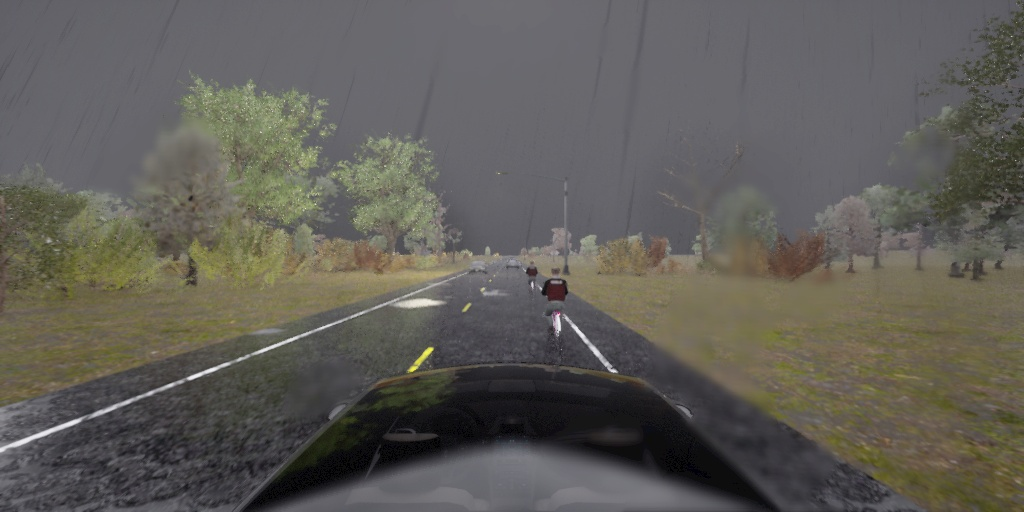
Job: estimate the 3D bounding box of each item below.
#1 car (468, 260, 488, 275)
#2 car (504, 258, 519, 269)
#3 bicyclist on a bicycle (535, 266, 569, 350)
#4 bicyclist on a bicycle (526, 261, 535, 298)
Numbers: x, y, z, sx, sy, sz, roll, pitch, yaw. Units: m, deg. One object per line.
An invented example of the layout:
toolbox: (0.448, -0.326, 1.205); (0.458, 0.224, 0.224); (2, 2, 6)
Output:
car: (-3.596, 1.233, 38.877); (1.837, 1.490, 4.892); (0, 0, 0)
car: (0.101, 1.277, 56.594); (1.994, 1.385, 4.181); (0, 0, 0)
bicyclist on a bicycle: (0.962, 1.118, 8.145); (0.659, 1.776, 1.843); (0, 0, 0)
bicyclist on a bicycle: (0.963, 1.113, 17.354); (0.659, 1.776, 1.843); (0, 0, 0)
